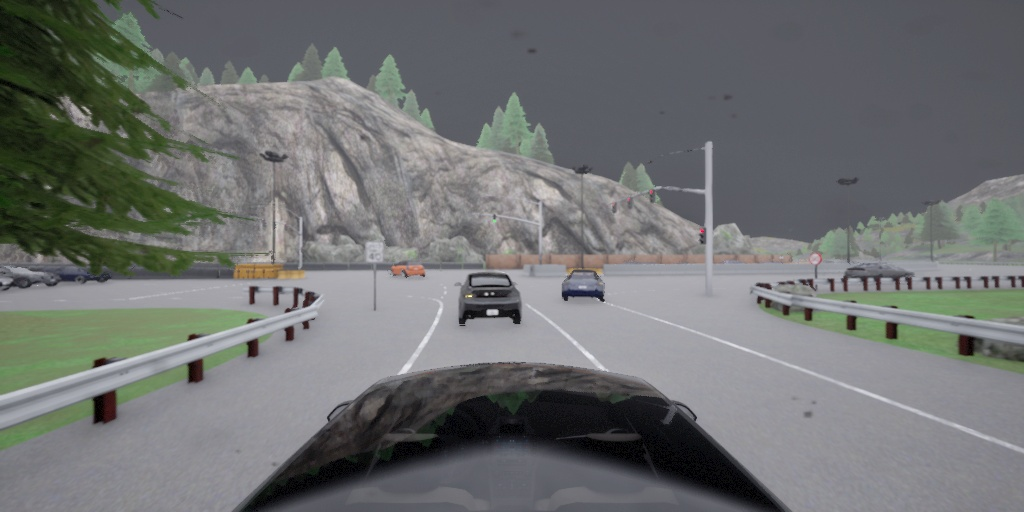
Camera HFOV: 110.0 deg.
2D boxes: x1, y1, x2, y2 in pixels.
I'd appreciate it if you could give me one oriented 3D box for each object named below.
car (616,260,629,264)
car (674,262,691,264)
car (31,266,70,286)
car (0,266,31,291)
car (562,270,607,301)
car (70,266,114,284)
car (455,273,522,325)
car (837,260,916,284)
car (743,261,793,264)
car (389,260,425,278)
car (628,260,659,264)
[{"bbox_3d":[17.294,1.405,53.669,4.902,1.511,2.128,0,0,-10],"label":"car"},{"bbox_3d":[22.319,1.450,47.451,4.181,1.385,1.994,0,0,-10],"label":"car"},{"bbox_3d":[-32.697,1.342,23.347,4.674,1.442,1.812,0,0,-10],"label":"car"},{"bbox_3d":[-31.254,1.298,20.047,4.902,1.511,2.128,0,0,-10],"label":"car"},{"bbox_3d":[3.650,1.370,18.003,1.994,1.385,4.181,0,0,14],"label":"car"},{"bbox_3d":[-33.223,1.429,26.806,4.718,1.301,1.895,0,0,-10],"label":"car"},{"bbox_3d":[-0.842,1.292,12.024,1.837,1.490,4.892,0,-1,-8],"label":"car"},{"bbox_3d":[27.555,1.303,26.842,4.902,1.511,2.128,0,0,-10],"label":"car"},{"bbox_3d":[35.544,1.431,49.818,5.357,1.411,2.033,0,0,-10],"label":"car"},{"bbox_3d":[-10.553,1.231,35.874,2.097,1.767,4.553,0,0,-40],"label":"car"},{"bbox_3d":[19.176,1.464,50.450,4.181,1.385,1.994,0,0,-10],"label":"car"}]
